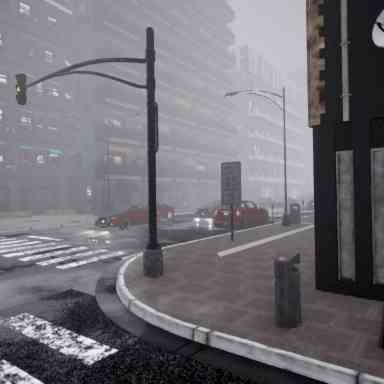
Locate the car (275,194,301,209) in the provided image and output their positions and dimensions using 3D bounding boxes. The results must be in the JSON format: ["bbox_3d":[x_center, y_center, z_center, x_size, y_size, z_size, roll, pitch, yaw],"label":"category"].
[{"bbox_3d":[11.233,1.248,41.026,2.033,1.411,5.357,-1,0,36],"label":"car"}]

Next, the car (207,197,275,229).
[{"bbox_3d":[3.013,1.201,19.740,1.967,1.590,4.097,-1,0,36],"label":"car"}]

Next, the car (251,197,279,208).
[{"bbox_3d":[9.483,1.311,43.053,1.947,1.339,4.313,-1,0,36],"label":"car"}]

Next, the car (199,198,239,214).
[{"bbox_3d":[2.815,1.384,33.893,2.008,1.369,4.403,-1,0,36],"label":"car"}]

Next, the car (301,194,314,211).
[{"bbox_3d":[12.923,1.196,33.542,1.947,1.339,4.313,-1,0,36],"label":"car"}]

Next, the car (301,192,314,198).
[{"bbox_3d":[19.479,0.931,56.792,2.192,1.841,5.009,-1,0,36],"label":"car"}]

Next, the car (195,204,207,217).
[{"bbox_3d":[2.438,1.364,28.989,2.033,1.411,5.357,-1,0,36],"label":"car"}]

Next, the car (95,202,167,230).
[{"bbox_3d":[-3.843,1.465,20.358,1.994,1.385,4.181,-1,0,36],"label":"car"}]

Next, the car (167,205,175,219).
[{"bbox_3d":[-3.204,1.459,25.779,1.887,1.381,4.507,-1,0,36],"label":"car"}]
